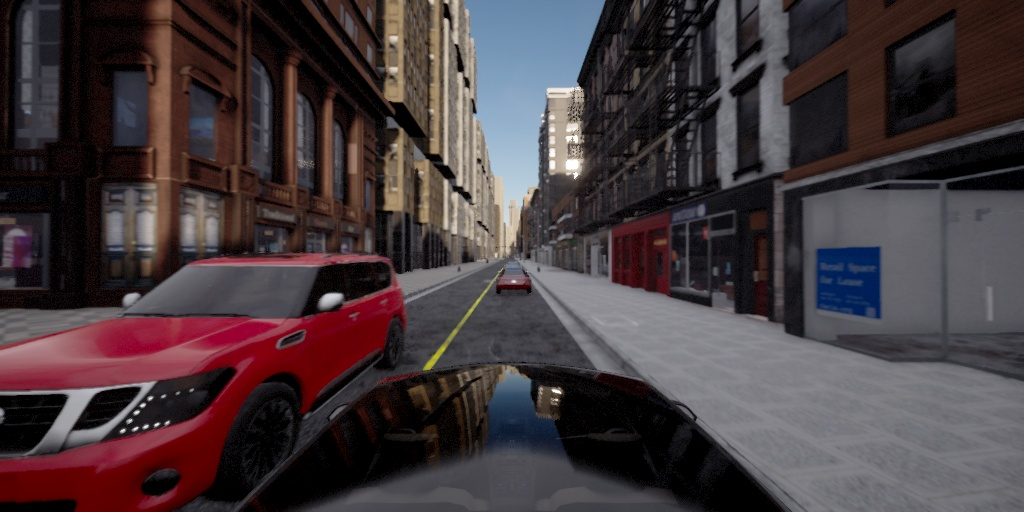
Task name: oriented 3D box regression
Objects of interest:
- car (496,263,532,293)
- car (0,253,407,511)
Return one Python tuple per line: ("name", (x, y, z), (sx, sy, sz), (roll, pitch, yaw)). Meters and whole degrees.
("car", (0.102, 1.325, 21.113), (1.994, 1.385, 4.181), (0, 0, 0))
("car", (-3.101, 0.973, 4.791), (2.150, 2.045, 5.566), (0, 0, 0))
